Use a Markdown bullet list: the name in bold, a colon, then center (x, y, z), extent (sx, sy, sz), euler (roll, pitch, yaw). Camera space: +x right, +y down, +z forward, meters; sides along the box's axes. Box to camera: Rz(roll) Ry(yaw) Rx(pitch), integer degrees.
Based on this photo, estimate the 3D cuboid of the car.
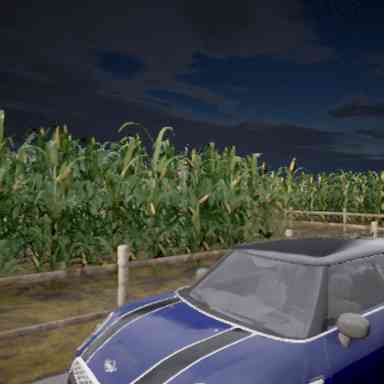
- **car**: center (1.063, 1.362, 3.672), extent (4.553, 1.767, 2.097), euler (0, 0, -35)
